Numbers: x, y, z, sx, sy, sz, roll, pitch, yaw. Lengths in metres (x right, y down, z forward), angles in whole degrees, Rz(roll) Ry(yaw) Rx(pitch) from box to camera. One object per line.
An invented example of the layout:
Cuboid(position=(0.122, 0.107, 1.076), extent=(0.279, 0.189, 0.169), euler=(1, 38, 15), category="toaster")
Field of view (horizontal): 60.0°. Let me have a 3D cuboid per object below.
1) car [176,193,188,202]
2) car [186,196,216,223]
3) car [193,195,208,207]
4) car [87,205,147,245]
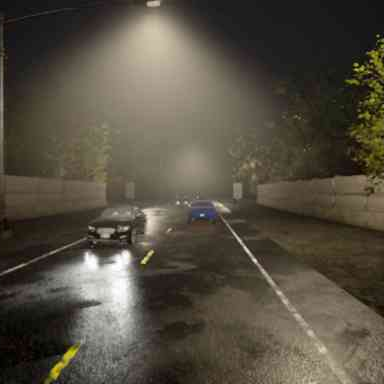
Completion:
Cuboid(position=(-1.820, 0.922, 63.185), extent=(2.097, 1.767, 4.553), euler=(0, 0, 2), category="car")
Cuboid(position=(0.727, 1.334, 24.029), extent=(1.882, 1.535, 5.008), euler=(0, 0, 2), category="car")
Cuboid(position=(1.291, 1.248, 47.739), extent=(2.033, 1.411, 5.357), euler=(0, 0, 2), category="car")
Cuboid(position=(-3.221, 1.386, 15.065), extent=(2.128, 1.511, 4.902), euler=(0, 0, 2), category="car")
